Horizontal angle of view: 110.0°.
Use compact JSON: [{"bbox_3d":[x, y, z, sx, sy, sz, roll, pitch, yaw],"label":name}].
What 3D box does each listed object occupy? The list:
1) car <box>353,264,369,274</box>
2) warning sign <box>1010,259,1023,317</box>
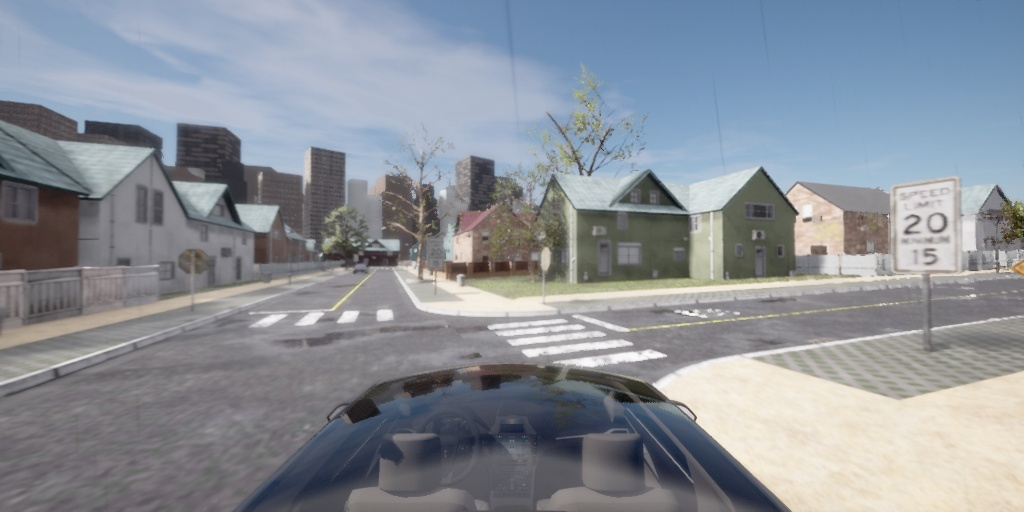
[{"bbox_3d":[-21.282,1.827,50.672,2.033,1.411,5.357,0,-1,-19],"label":"car"},{"bbox_3d":[13.135,0.567,8.623,1.060,1.860,1.300,0,0,-18],"label":"warning sign"}]
